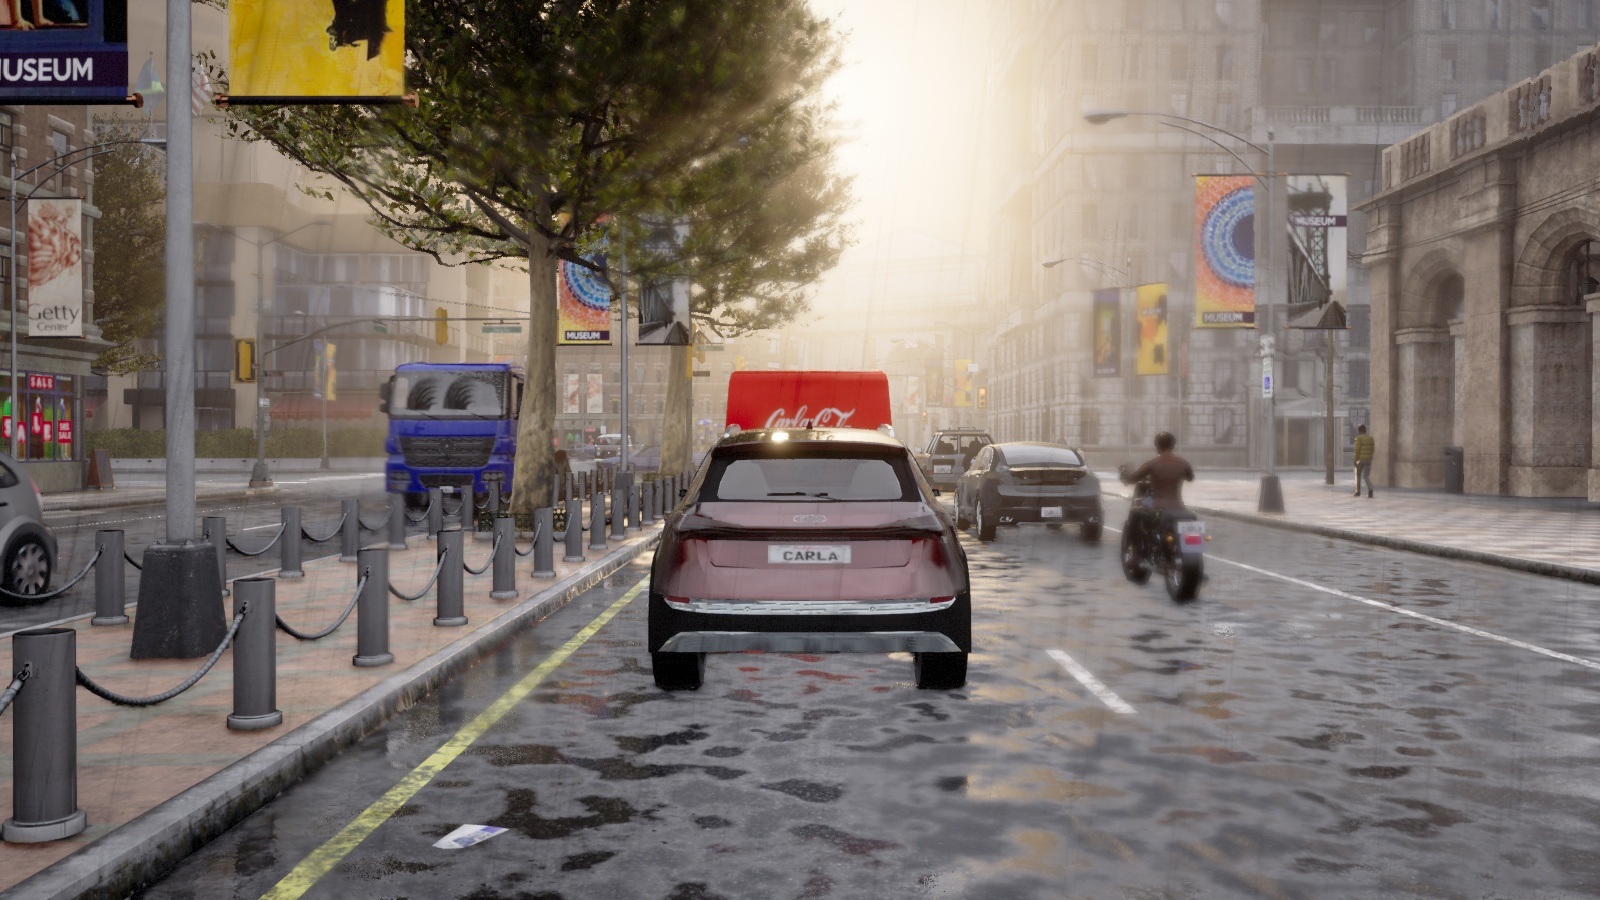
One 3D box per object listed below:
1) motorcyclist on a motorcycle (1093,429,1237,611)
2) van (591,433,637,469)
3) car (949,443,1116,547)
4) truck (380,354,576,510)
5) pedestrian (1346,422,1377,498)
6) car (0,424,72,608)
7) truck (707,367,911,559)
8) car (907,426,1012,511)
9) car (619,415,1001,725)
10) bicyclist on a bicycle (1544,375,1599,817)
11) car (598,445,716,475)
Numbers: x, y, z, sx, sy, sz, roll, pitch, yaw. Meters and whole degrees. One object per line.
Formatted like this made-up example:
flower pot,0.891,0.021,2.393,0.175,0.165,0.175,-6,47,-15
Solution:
motorcyclist on a motorcycle,3.588,0.628,12.571,0.766,1.649,2.350,0,0,0
van,-11.021,0.040,74.628,2.069,2.038,4.480,0,0,0
car,3.633,0.639,20.483,1.837,1.490,4.892,0,0,0
truck,-7.841,-0.421,31.783,2.891,3.462,7.936,0,0,0
pedestrian,13.695,0.241,30.615,0.431,1.840,0.709,0,0,0
car,-7.927,0.581,10.059,1.851,1.617,3.988,0,0,0
truck,0.125,0.154,18.747,2.627,2.467,5.204,0,0,0
car,3.686,0.399,29.694,1.932,1.855,4.605,0,0,1
car,0.067,0.625,9.120,2.033,1.649,4.856,0,0,0
bicyclist on a bicycle,3.541,0.594,4.498,0.659,1.776,1.843,0,1,0
car,-6.756,0.452,59.602,5.357,1.411,2.033,0,0,0
